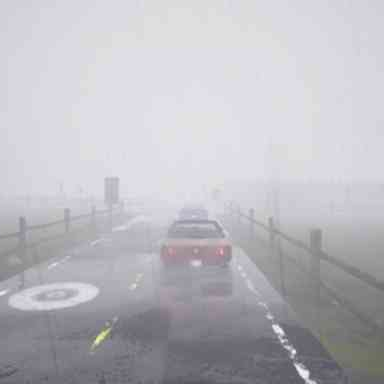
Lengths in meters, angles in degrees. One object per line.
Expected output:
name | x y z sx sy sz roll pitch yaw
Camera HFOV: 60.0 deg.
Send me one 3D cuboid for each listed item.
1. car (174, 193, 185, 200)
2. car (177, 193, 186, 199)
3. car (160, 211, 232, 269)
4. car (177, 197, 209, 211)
car | -2.702 1.120 71.637 1.994 1.385 4.181 0 0 0
car | -2.692 1.014 87.297 2.033 1.411 5.357 0 0 0
car | 0.108 1.529 10.785 1.895 1.301 4.718 0 0 0
car | 0.113 1.332 22.313 1.882 1.535 5.008 0 0 0
